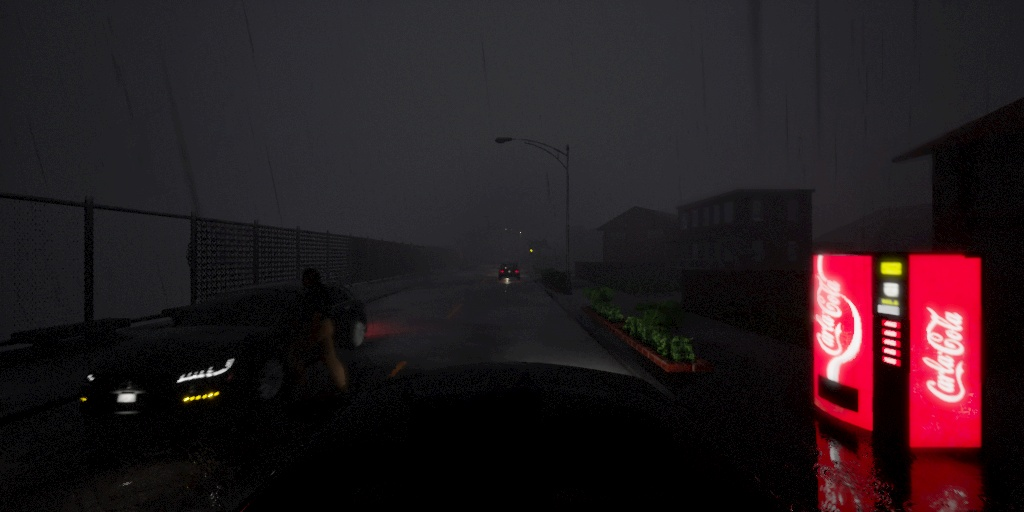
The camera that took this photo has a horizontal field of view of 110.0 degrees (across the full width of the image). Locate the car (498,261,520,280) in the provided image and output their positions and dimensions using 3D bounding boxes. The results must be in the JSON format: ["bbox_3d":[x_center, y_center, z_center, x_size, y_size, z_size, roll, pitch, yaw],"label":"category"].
[{"bbox_3d":[-0.245,1.306,31.531,2.033,1.411,5.357,0,0,-1],"label":"car"}]

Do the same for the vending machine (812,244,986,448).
[{"bbox_3d":[4.275,0.946,4.082,1.100,2.100,0.880,0,0,-1],"label":"vending machine"}]

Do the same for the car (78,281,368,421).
[{"bbox_3d":[-4.150,1.255,6.264,1.837,1.490,4.892,0,0,-1],"label":"car"}]

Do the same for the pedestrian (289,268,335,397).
[{"bbox_3d":[-2.808,1.045,5.051,0.375,1.860,0.375,0,0,-1],"label":"pedestrian"}]
